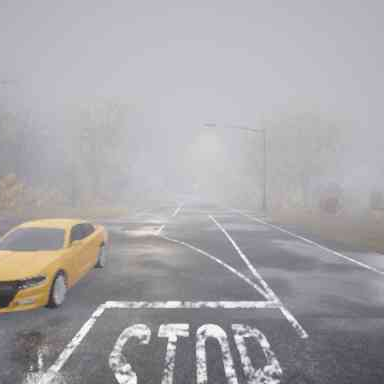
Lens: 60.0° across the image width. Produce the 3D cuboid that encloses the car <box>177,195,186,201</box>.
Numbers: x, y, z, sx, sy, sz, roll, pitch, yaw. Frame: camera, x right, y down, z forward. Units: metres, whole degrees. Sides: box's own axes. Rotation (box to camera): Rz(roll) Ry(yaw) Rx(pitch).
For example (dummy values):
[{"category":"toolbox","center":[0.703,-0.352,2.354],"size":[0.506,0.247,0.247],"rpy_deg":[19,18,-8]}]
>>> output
[{"category":"car","center":[-2.632,1.523,86.218],"size":[1.837,1.490,4.892],"rpy_deg":[0,0,6]}]

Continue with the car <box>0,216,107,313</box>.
[{"category":"car","center":[-3.479,1.431,8.056],"size":[1.882,1.535,5.008],"rpy_deg":[0,2,0]}]
